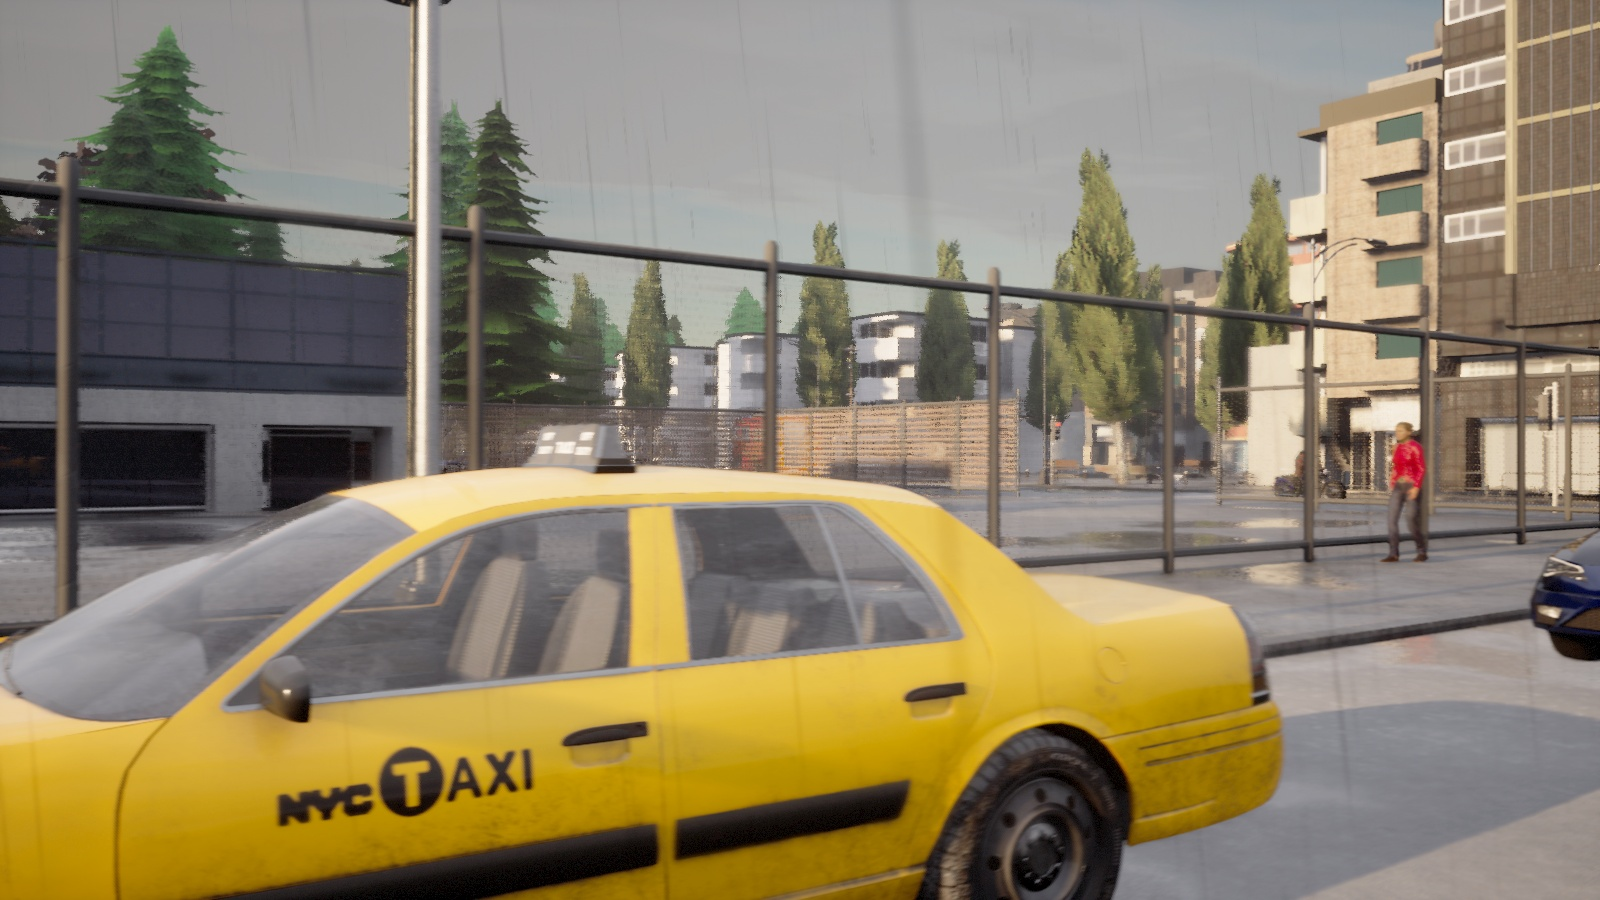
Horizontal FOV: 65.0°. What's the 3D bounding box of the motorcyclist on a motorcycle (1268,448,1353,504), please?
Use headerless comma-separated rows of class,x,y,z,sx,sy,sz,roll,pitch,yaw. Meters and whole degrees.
motorcyclist on a motorcycle,15.428,0.756,38.031,0.766,1.649,2.350,0,0,-35

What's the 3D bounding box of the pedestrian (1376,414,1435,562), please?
pedestrian,7.699,0.477,15.968,0.636,1.846,0.331,0,0,-22

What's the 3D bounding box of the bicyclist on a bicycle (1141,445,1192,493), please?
bicyclist on a bicycle,13.799,0.702,47.368,0.659,1.776,1.843,0,0,-35

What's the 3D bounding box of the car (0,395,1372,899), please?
car,-0.782,0.694,3.646,5.366,1.575,1.801,0,0,-32

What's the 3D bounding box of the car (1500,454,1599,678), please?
car,7.171,0.766,9.218,4.193,1.474,1.816,0,0,-33

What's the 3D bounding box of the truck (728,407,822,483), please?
truck,-1.475,-0.251,67.540,2.891,3.827,8.468,0,0,-16
